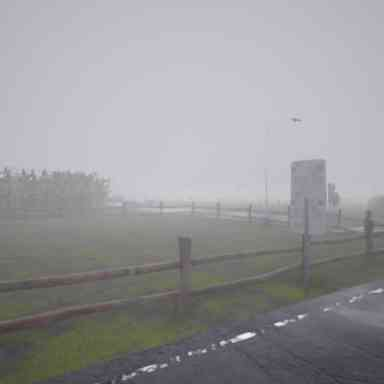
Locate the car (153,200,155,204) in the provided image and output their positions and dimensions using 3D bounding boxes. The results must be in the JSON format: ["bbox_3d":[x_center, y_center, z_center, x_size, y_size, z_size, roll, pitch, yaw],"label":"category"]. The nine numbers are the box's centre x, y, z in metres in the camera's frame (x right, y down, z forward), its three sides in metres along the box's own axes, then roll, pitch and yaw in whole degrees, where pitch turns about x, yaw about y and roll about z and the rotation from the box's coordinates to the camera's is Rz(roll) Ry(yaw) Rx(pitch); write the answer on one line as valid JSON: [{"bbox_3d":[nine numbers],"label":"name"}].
[{"bbox_3d":[-7.625,1.399,51.078,2.033,1.411,5.357,0,1,-36],"label":"car"}]

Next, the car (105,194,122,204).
[{"bbox_3d":[-13.912,1.123,59.601,2.097,1.767,4.553,0,1,-36],"label":"car"}]

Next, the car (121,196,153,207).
[{"bbox_3d":[-7.699,1.413,46.321,1.812,1.442,4.674,0,1,-36],"label":"car"}]
